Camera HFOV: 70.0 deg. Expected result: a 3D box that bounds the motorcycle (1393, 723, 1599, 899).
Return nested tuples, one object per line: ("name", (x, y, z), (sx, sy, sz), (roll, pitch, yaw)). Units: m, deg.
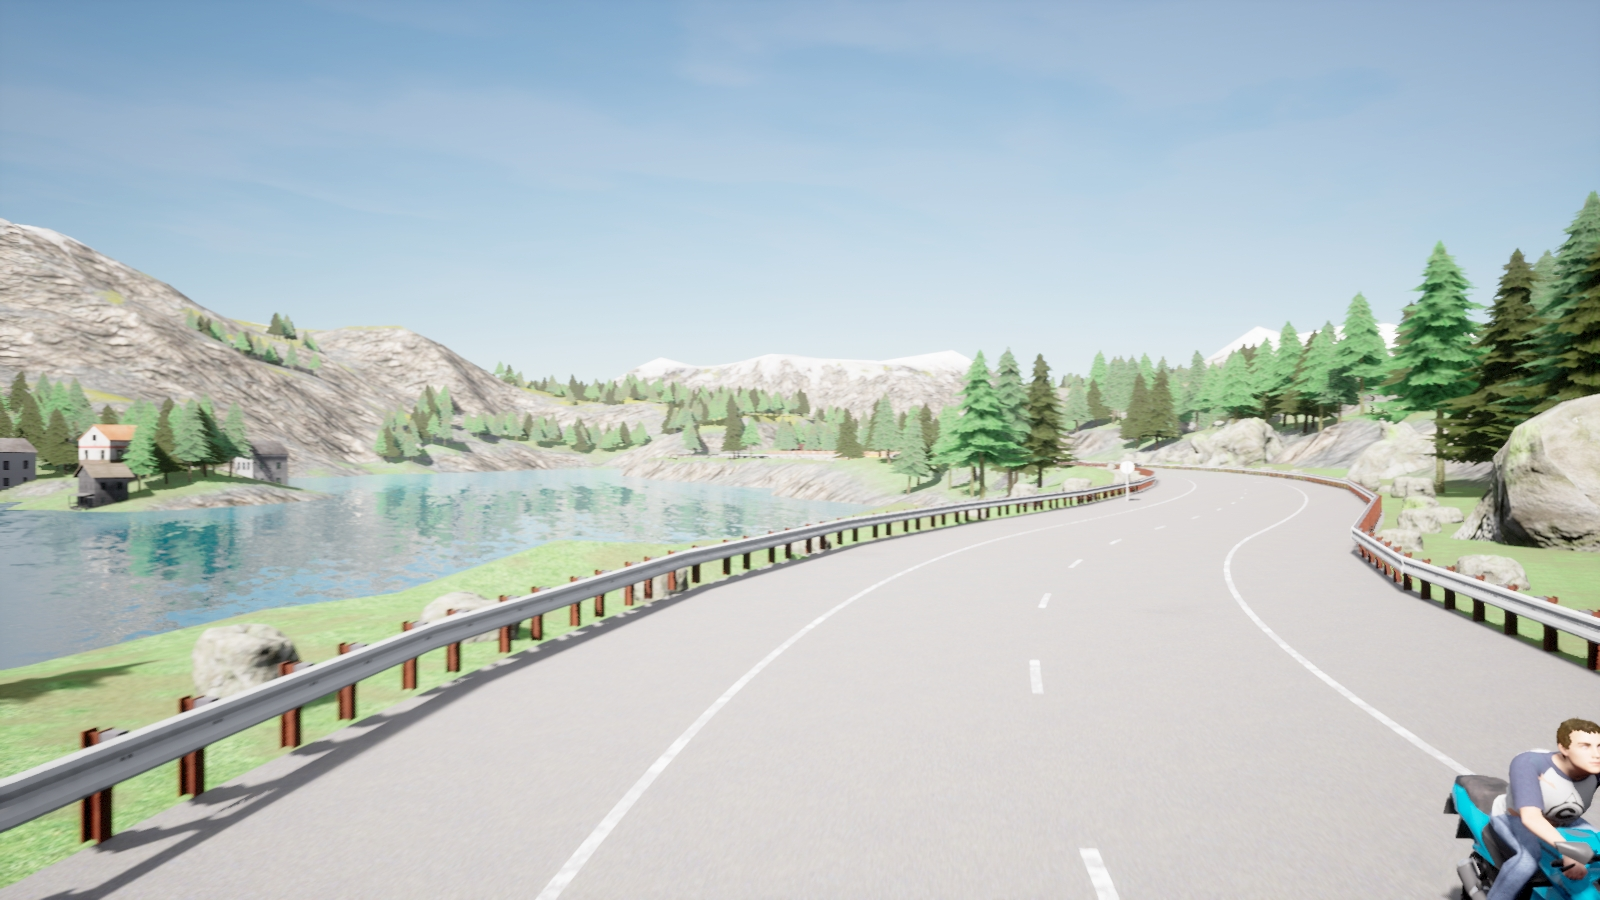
("motorcycle", (3.727, 2.179, 5.529), (0.803, 1.217, 2.033), (0, 0, 5))
